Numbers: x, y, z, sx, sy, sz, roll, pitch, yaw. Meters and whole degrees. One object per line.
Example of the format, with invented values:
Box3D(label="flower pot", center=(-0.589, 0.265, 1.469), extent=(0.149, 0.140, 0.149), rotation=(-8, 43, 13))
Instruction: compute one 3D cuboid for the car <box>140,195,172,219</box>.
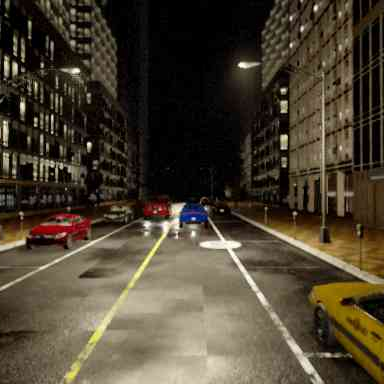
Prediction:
Box3D(label="car", center=(-3.062, 1.350, 30.509), extent=(2.150, 2.045, 5.566), rotation=(0, 0, 0))

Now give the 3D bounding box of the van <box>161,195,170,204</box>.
Box3D(label="van", center=(-5.701, 1.619, 71.643), extent=(1.690, 1.788, 3.998), rotation=(0, 0, 0))

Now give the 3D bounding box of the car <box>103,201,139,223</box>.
Box3D(label="car", center=(-5.693, 1.660, 26.104), extent=(2.008, 1.369, 4.403), rotation=(0, 0, 0))

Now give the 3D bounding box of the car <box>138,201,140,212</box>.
Box3D(label="car", center=(-5.695, 1.698, 37.489), extent=(1.887, 1.381, 4.507), rotation=(0, 0, 0))

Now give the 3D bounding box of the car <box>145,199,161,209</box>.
Box3D(label="car", center=(-5.698, 1.779, 48.873), extent=(1.802, 1.307, 4.206), rotation=(0, 0, 0))

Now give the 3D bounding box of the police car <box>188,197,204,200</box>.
Box3D(label="police car", center=(0.092, 1.593, 41.355), extent=(1.930, 1.638, 5.238), rotation=(0, 0, 0))

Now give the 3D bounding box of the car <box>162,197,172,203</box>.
Box3D(label="car", center=(-5.704, 1.864, 77.334), extent=(1.947, 1.339, 4.313), rotation=(0, 0, 0))

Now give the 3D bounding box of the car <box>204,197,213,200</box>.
Box3D(label="car", center=(2.682, 1.658, 54.553), extent=(1.967, 1.590, 4.097), rotation=(0, 0, 0))

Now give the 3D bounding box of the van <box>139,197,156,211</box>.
Box3D(label="van", center=(-5.696, 1.517, 43.182), extent=(1.690, 1.788, 3.998), rotation=(0, 0, 0))

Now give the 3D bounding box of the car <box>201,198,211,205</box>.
Box3D(label="car", center=(2.679, 1.840, 65.937), extent=(1.802, 1.307, 4.206), rotation=(0, 0, 0))

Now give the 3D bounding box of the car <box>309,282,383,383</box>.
Box3D(label="car", center=(2.693, 1.541, 3.495), extent=(1.752, 1.417, 4.829), rotation=(0, 0, 0))

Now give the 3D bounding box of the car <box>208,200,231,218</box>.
Box3D(label="car", center=(2.687, 1.697, 31.786), extent=(1.947, 1.339, 4.313), rotation=(0, 0, 0))

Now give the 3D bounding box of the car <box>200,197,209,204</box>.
Box3D(label="car", center=(2.678, 1.804, 71.799), extent=(1.752, 1.417, 4.829), rotation=(0, 0, 0))

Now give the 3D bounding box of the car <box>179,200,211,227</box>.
Box3D(label="car", center=(0.094, 1.576, 23.570), extent=(1.882, 1.535, 5.008), rotation=(0, -1, 0))

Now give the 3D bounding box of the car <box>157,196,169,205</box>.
Box3D(label="car", center=(-5.701, 1.698, 65.949), extent=(1.967, 1.590, 4.097), rotation=(0, 0, 0))

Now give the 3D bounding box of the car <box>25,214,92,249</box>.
Box3D(label="car", center=(-5.690, 1.645, 14.718), extent=(1.802, 1.307, 4.206), rotation=(0, 0, 0))
